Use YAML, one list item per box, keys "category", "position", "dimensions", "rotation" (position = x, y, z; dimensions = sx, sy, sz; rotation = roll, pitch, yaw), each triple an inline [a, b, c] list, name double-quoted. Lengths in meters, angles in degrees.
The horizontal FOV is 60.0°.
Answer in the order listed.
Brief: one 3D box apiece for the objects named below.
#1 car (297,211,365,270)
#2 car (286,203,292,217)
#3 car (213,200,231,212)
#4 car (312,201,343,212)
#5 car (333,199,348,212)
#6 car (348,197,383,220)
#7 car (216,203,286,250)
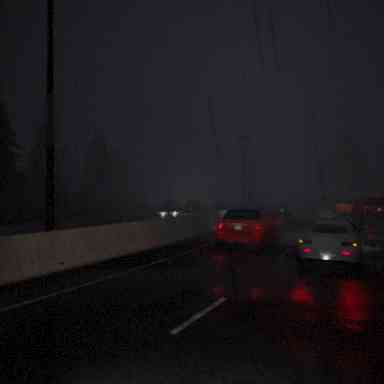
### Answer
- category: "car"
  position: [4.787, 1.605, 11.399]
  dimensions: [1.812, 1.442, 4.674]
  rotation: [0, 0, 26]
- category: "car"
  position: [9.379, 1.821, 34.916]
  dimensions: [1.994, 1.385, 4.181]
  rotation: [0, 0, 13]
- category: "car"
  position: [4.075, 1.844, 44.730]
  dimensions: [2.128, 1.511, 4.902]
  rotation: [0, -1, 9]
- category: "car"
  position: [11.266, 1.722, 28.183]
  dimensions: [1.812, 1.442, 4.674]
  rotation: [0, 0, 17]
- category: "car"
  position: [17.309, 1.619, 39.114]
  dimensions: [2.097, 1.767, 4.553]
  rotation: [0, -1, 11]
- category: "car"
  position: [14.552, 1.398, 27.059]
  dimensions: [2.150, 2.045, 5.566]
  rotation: [0, -1, 17]
- category: "car"
  position: [2.745, 1.469, 15.333]
  dimensions: [2.097, 1.767, 4.553]
  rotation: [0, -1, 25]
